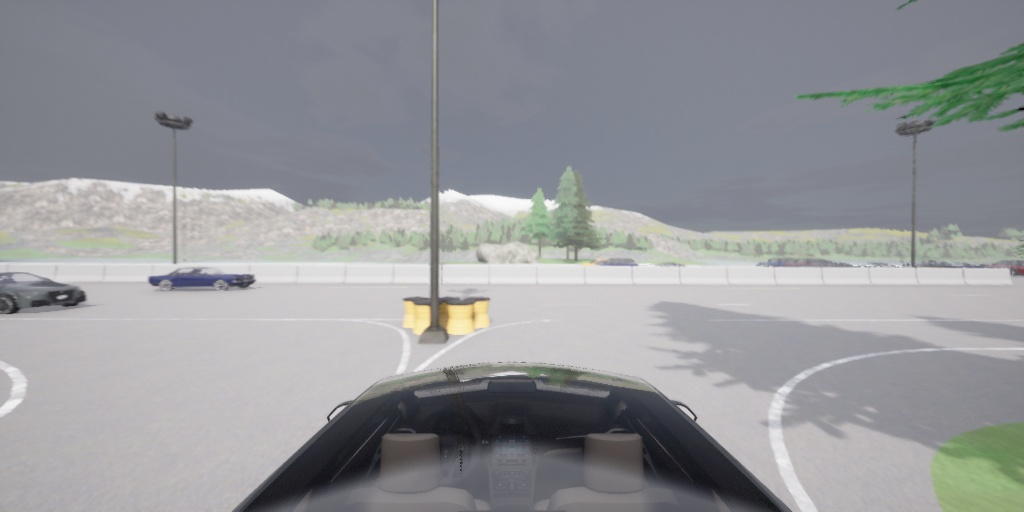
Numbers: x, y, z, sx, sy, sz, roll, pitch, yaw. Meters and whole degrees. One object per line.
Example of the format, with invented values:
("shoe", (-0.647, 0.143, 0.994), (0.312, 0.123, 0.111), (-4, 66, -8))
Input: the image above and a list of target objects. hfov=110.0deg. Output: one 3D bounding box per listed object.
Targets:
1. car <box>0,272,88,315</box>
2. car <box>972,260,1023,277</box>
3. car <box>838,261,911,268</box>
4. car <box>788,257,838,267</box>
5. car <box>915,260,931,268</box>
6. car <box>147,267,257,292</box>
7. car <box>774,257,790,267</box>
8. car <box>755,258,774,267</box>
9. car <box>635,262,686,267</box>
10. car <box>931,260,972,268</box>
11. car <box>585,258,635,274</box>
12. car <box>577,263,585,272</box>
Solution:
("car", (-18.278, 1.288, 12.954), (4.181, 1.385, 1.994), (0, 1, -1))
("car", (48.932, 1.145, 35.124), (4.553, 1.767, 2.097), (0, 1, -1))
("car", (31.778, 1.297, 31.435), (4.181, 1.385, 1.994), (0, 1, -1))
("car", (30.379, 1.183, 34.913), (4.902, 1.511, 2.128), (0, 1, -1))
("car", (48.791, 1.211, 42.124), (4.902, 1.511, 2.128), (0, 1, -1))
("car", (-17.063, 1.255, 19.974), (4.718, 1.301, 1.895), (0, 1, -1))
("car", (31.428, 1.008, 38.418), (4.553, 1.767, 2.097), (0, 1, -1))
("car", (31.020, 0.969, 41.900), (4.553, 1.767, 2.097), (0, 1, -1))
("car", (13.343, 1.224, 31.156), (4.181, 1.385, 1.994), (0, 1, -1))
("car", (48.816, 1.379, 38.625), (4.718, 1.301, 1.895), (0, 1, -1))
("car", (9.837, 0.960, 34.599), (4.553, 1.767, 2.097), (0, 1, -1))
("car", (9.380, 1.047, 38.094), (5.008, 1.535, 1.882), (0, 1, -1))
